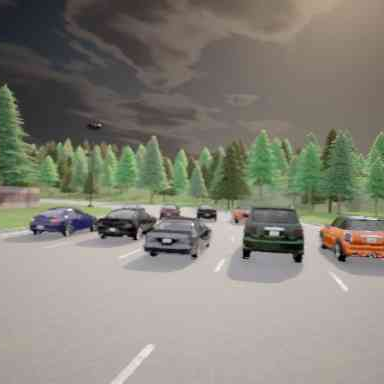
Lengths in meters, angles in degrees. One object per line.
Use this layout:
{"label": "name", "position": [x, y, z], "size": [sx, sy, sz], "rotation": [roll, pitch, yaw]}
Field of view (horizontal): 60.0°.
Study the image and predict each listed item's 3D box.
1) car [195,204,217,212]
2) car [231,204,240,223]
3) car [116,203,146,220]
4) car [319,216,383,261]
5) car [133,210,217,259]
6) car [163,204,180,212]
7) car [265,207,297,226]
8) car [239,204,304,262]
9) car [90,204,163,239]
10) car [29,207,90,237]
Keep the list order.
{"label": "car", "position": [1.350, 1.950, 32.579], "size": [1.882, 1.535, 5.008], "rotation": [2, 0, -1]}
{"label": "car", "position": [4.867, 1.936, 31.119], "size": [2.097, 1.767, 4.553], "rotation": [2, -1, 0]}
{"label": "car", "position": [-5.599, 1.796, 31.162], "size": [1.895, 1.301, 4.718], "rotation": [2, -1, 1]}
{"label": "car", "position": [6.829, 1.788, 14.030], "size": [2.097, 1.767, 4.553], "rotation": [2, -1, 10]}
{"label": "car", "position": [-0.370, 1.710, 13.498], "size": [2.033, 1.411, 5.357], "rotation": [2, -1, 11]}
{"label": "car", "position": [-2.126, 1.864, 32.280], "size": [1.812, 1.442, 4.674], "rotation": [2, 0, -1]}
{"label": "car", "position": [8.357, 2.247, 31.681], "size": [1.812, 1.442, 4.674], "rotation": [2, 0, 0]}
{"label": "car", "position": [3.253, 1.524, 13.814], "size": [2.150, 2.045, 5.566], "rotation": [2, 0, 11]}
{"label": "car", "position": [-3.229, 1.585, 17.554], "size": [1.882, 1.535, 5.008], "rotation": [2, 0, 9]}
{"label": "car", "position": [-6.721, 1.507, 17.810], "size": [1.812, 1.442, 4.674], "rotation": [2, -1, 9]}
